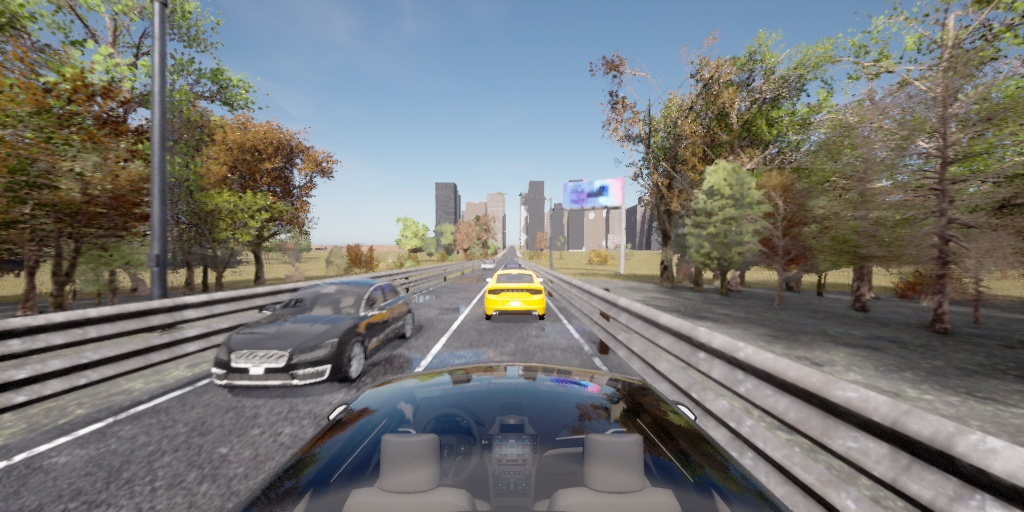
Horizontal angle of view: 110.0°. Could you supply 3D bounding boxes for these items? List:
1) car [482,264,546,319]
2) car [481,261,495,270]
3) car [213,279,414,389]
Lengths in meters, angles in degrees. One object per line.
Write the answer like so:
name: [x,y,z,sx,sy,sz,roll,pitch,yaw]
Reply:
car: [0.092,1.224,12.806,1.882,1.535,5.008,0,0,0]
car: [-3.303,1.403,50.572,1.895,1.301,4.718,0,0,0]
car: [-3.353,1.253,7.138,1.837,1.490,4.892,0,0,0]
